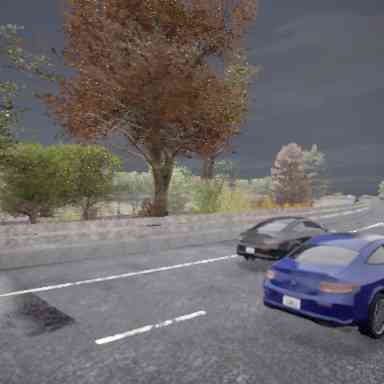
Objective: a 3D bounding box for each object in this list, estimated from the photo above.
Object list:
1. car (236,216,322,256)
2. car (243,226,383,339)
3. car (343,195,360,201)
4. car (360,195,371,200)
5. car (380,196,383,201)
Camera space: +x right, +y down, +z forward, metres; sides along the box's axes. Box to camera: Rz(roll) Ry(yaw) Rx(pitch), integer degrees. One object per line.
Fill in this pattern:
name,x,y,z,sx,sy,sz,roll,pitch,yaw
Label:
car,3.462,1.550,11.309,4.674,1.442,1.812,0,0,-40
car,3.309,1.538,6.614,4.674,1.442,1.812,0,0,-40
car,40.095,1.483,84.794,1.812,1.442,4.674,0,0,1
car,43.586,1.475,84.542,1.812,1.442,4.674,0,0,1
car,48.199,1.532,82.761,1.895,1.301,4.718,0,0,17
